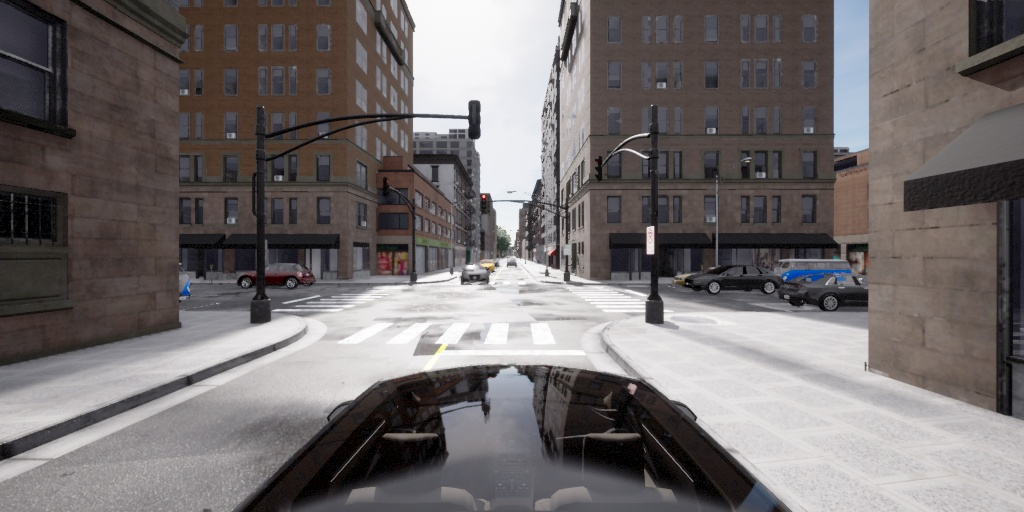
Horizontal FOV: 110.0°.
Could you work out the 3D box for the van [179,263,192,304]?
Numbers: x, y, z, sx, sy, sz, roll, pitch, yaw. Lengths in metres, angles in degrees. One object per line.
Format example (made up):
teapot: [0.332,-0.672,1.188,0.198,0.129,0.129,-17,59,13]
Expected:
van: [-14.681,1.089,13.726,3.998,1.789,1.690,0,0,1]

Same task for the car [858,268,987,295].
car: [21.951,1.346,19.324,4.718,1.301,1.895,0,0,1]

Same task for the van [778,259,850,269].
van: [18.249,1.080,21.929,3.998,1.789,1.690,0,0,1]

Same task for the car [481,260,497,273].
car: [-3.124,1.211,43.429,1.882,1.535,5.008,0,0,0]

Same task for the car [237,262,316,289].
car: [-14.615,1.172,22.251,4.097,1.591,1.967,0,0,1]

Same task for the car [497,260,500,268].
car: [-3.102,1.316,61.519,1.895,1.301,4.718,0,0,0]

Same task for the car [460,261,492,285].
car: [-2.752,1.309,26.317,1.994,1.385,4.181,0,0,-7]

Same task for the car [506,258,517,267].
car: [-0.038,1.260,63.733,2.033,1.411,5.357,0,0,0]

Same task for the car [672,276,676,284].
car: [12.410,1.264,21.986,4.829,1.417,1.751,0,0,1]

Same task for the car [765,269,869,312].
car: [12.514,1.305,13.460,4.403,1.370,2.007,0,0,1]

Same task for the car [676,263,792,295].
car: [11.918,1.248,19.434,4.892,1.490,1.837,0,0,-1]
